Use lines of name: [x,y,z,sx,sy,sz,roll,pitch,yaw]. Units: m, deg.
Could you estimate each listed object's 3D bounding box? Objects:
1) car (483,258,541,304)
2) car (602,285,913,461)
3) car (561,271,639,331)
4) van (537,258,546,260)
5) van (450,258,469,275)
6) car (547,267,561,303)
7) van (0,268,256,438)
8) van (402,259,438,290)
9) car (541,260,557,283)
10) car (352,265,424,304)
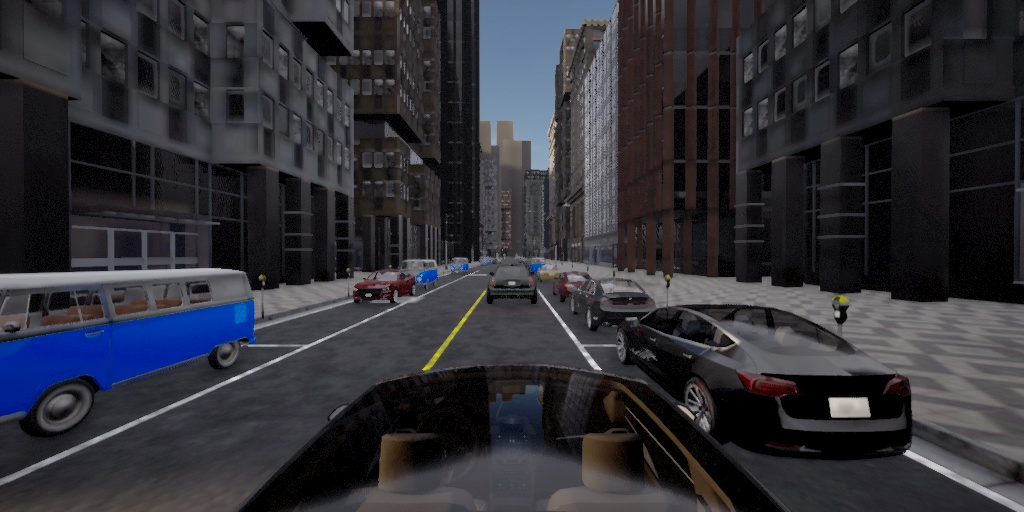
car: [0.000,1.112,16.470,2.097,1.767,4.553,0,0,0]
car: [2.857,1.313,5.107,1.948,1.339,4.313,0,0,0]
car: [2.857,1.297,10.756,2.007,1.370,4.403,0,0,0]
van: [2.857,1.075,38.999,1.690,1.789,3.998,0,0,0]
van: [-5.668,1.075,38.992,1.690,1.789,3.998,0,0,0]
car: [2.857,1.327,16.404,1.802,1.307,4.207,0,0,0]
van: [-5.668,1.088,5.097,1.690,1.789,3.998,0,0,0]
van: [-5.668,1.083,22.045,1.690,1.789,3.998,0,0,0]
car: [2.857,1.265,27.872,1.751,1.417,4.829,0,0,0]
car: [-5.668,1.290,16.396,1.888,1.381,4.507,0,0,0]
